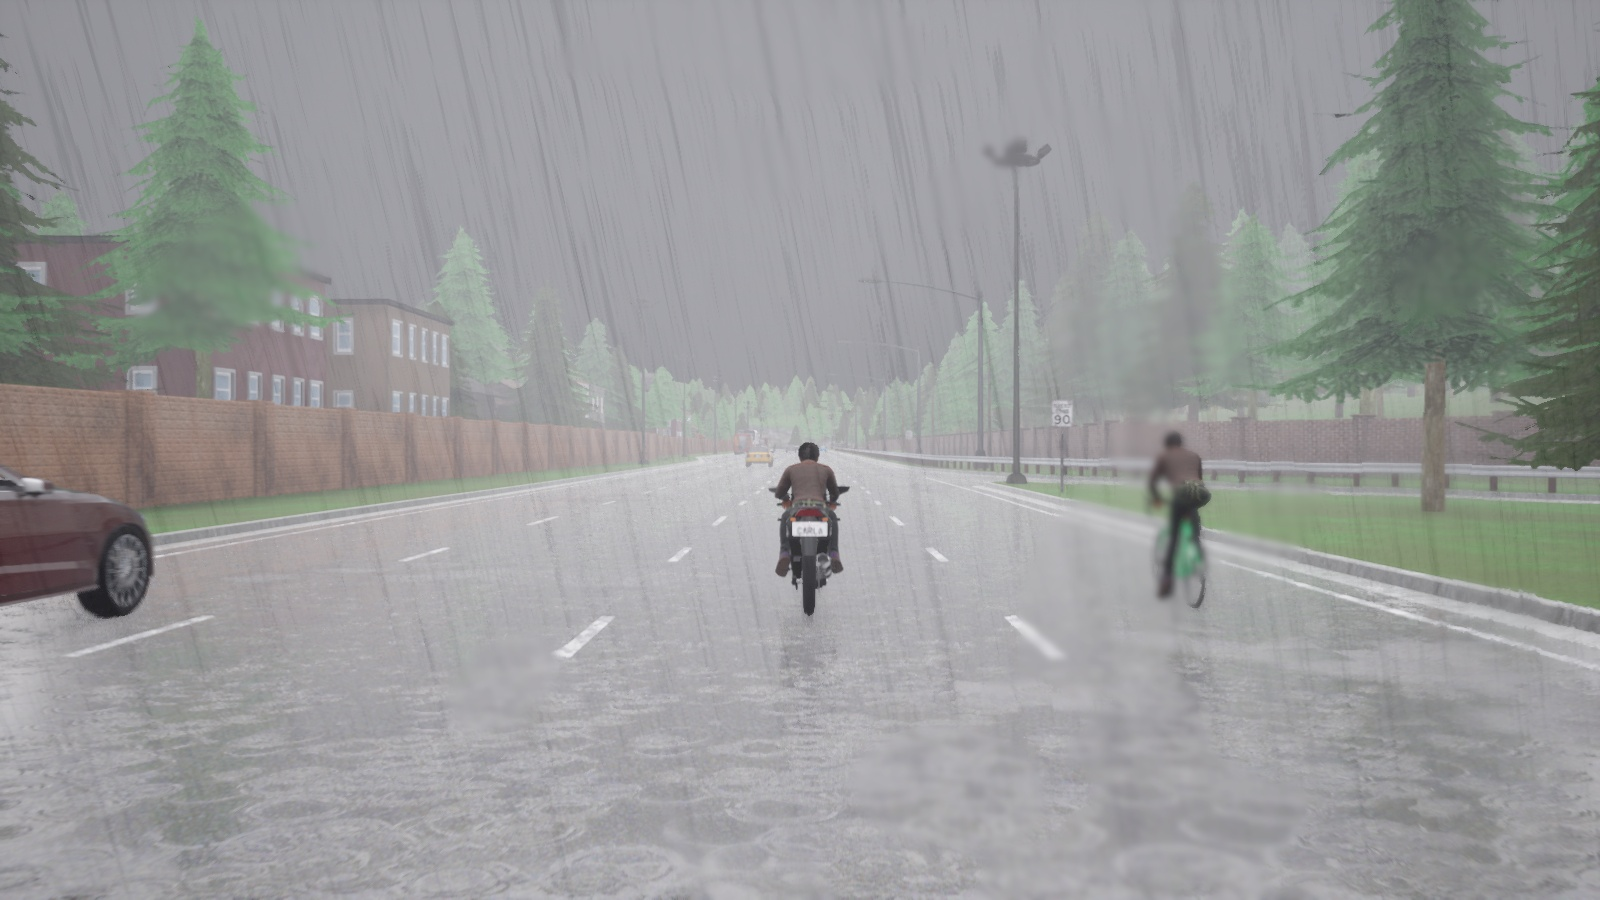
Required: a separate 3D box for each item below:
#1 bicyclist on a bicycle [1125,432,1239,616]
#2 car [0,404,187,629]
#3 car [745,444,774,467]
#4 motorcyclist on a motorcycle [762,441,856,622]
[{"bbox_3d":[3.581,0.657,11.903,0.582,1.620,1.656,0,0,0],"label":"bicyclist on a bicycle"},{"bbox_3d":[-6.931,0.484,9.449,2.152,1.651,5.027,0,0,0],"label":"car"},{"bbox_3d":[-2.798,0.350,87.253,1.801,1.575,5.366,0,0,0],"label":"car"},{"bbox_3d":[0.081,0.685,11.626,0.797,1.523,2.044,0,0,0],"label":"motorcyclist on a motorcycle"}]
